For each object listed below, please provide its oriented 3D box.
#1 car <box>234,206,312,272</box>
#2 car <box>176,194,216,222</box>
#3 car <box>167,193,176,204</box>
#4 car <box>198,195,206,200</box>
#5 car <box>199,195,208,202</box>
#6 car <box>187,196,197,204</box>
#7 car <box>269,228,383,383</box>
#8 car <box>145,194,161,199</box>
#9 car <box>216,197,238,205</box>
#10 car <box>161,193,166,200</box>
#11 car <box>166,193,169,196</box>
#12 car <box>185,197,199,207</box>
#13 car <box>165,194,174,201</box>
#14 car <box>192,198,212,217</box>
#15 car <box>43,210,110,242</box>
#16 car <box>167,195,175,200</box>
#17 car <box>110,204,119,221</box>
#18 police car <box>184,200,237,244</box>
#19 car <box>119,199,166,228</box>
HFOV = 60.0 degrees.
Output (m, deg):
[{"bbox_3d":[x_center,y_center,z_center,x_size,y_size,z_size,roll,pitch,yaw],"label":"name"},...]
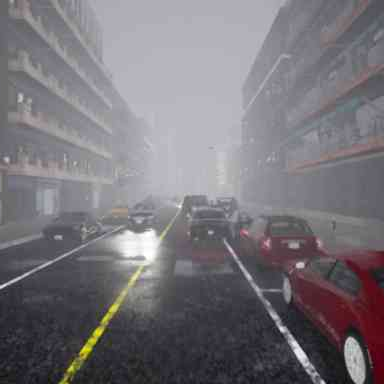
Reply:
[{"bbox_3d":[2.691,1.437,10.722,1.967,1.590,4.097,0,0,0],"label":"car"},{"bbox_3d":[0.432,1.203,25.940,2.150,2.045,5.566,-1,1,6],"label":"car"},{"bbox_3d":[-3.034,1.444,62.389,1.882,1.535,5.008,0,0,1],"label":"car"},{"bbox_3d":[2.684,1.489,89.631,1.887,1.381,4.507,0,0,0],"label":"car"},{"bbox_3d":[2.685,1.479,78.529,1.752,1.417,4.829,0,0,0],"label":"car"},{"bbox_3d":[-0.006,1.513,66.406,2.033,1.411,5.357,0,0,0],"label":"car"},{"bbox_3d":[2.692,1.544,5.085,1.887,1.381,4.507,0,0,0],"label":"car"},{"bbox_3d":[-5.693,1.418,44.544,1.967,1.590,4.097,0,0,0],"label":"car"},{"bbox_3d":[2.691,1.304,27.631,2.192,1.841,5.009,0,0,0],"label":"car"},{"bbox_3d":[-5.692,1.289,50.180,2.192,1.841,5.009,0,0,0],"label":"car"},{"bbox_3d":[-5.694,1.268,78.362,2.192,1.841,5.009,0,0,0],"label":"car"},{"bbox_3d":[-0.004,1.521,51.408,2.033,1.411,5.357,0,0,0],"label":"car"},{"bbox_3d":[-5.696,1.388,83.997,1.967,1.590,4.097,0,0,0],"label":"car"},{"bbox_3d":[0.898,1.442,32.045,1.801,1.575,5.366,0,0,0],"label":"car"},{"bbox_3d":[-5.690,1.560,16.360,1.947,1.339,4.313,0,0,0],"label":"car"},{"bbox_3d":[-5.696,1.488,89.635,1.887,1.381,4.507,0,0,0],"label":"car"},{"bbox_3d":[-5.691,1.514,27.463,1.752,1.417,4.829,0,0,0],"label":"car"},{"bbox_3d":[0.761,1.418,15.970,1.930,1.638,5.238,0,0,0],"label":"police car"},{"bbox_3d":[-3.101,1.483,22.020,2.128,1.511,4.902,0,0,0],"label":"car"}]
